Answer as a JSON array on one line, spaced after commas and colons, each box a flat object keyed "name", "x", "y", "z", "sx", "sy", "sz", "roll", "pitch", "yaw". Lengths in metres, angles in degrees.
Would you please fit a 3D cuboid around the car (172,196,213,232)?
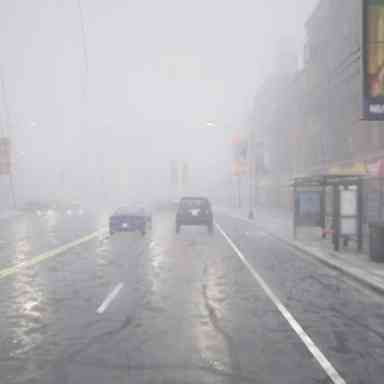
[{"name": "car", "x": 0.043, "y": 1.278, "z": 20.730, "sx": 2.150, "sy": 2.045, "sz": 5.566, "roll": 0, "pitch": -1, "yaw": -2}]

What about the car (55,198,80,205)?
[{"name": "car", "x": -23.936, "y": 1.778, "z": 63.863, "sx": 4.718, "sy": 1.301, "sz": 1.895, "roll": 0, "pitch": 0, "yaw": 30}]

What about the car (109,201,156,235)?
[{"name": "car", "x": -3.430, "y": 1.533, "z": 19.231, "sx": 1.882, "sy": 1.535, "sz": 5.008, "roll": 0, "pitch": 0, "yaw": -1}]

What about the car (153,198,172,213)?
[{"name": "car", "x": -3.711, "y": 1.464, "z": 38.868, "sx": 2.097, "sy": 1.767, "sz": 4.553, "roll": 0, "pitch": 0, "yaw": -22}]

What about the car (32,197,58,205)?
[{"name": "car", "x": -29.239, "y": 1.710, "z": 66.036, "sx": 4.674, "sy": 1.452, "sz": 2.002, "roll": 0, "pitch": 0, "yaw": 20}]

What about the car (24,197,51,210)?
[{"name": "car", "x": -21.163, "y": 1.608, "z": 45.417, "sx": 5.008, "sy": 1.535, "sz": 1.882, "roll": 0, "pitch": 0, "yaw": 41}]

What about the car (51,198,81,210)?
[{"name": "car", "x": -17.431, "y": 1.612, "z": 46.668, "sx": 5.008, "sy": 1.535, "sz": 1.882, "roll": 0, "pitch": 0, "yaw": 45}]
